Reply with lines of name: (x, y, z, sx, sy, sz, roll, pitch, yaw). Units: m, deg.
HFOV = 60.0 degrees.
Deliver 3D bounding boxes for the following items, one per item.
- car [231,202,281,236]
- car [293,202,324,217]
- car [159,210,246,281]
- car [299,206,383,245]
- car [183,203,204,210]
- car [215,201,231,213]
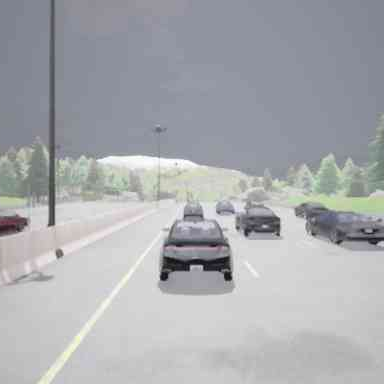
car: (3.614, 1.559, 18.871, 1.882, 1.535, 5.008, 0, 0, 0)
car: (10.620, 1.644, 29.947, 1.837, 1.490, 4.892, 0, 0, 0)
car: (0.106, 1.529, 9.979, 2.128, 1.511, 4.902, 0, 0, 0)
car: (7.109, 1.615, 15.880, 2.033, 1.411, 5.357, 0, 0, 0)
car: (0.121, 1.685, 30.325, 2.033, 1.411, 5.357, 0, 0, 0)
car: (3.627, 1.722, 37.354, 2.033, 1.411, 5.357, 0, 0, 0)
